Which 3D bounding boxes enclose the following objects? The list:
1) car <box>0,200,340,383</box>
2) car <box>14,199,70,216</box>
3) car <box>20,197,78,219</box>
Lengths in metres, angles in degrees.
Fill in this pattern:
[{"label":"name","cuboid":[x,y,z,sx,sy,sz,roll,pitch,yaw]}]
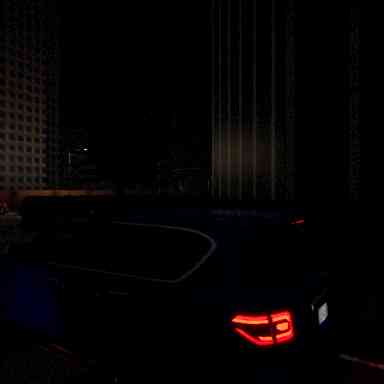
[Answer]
[{"label":"car","cuboid":[-0.958,1.221,4.671,5.566,2.045,2.150,0,0,35]},{"label":"car","cuboid":[-15.403,1.533,34.354,1.882,1.535,5.008,0,0,35]},{"label":"car","cuboid":[-13.204,1.407,31.063,2.097,1.767,4.553,0,0,35]}]
